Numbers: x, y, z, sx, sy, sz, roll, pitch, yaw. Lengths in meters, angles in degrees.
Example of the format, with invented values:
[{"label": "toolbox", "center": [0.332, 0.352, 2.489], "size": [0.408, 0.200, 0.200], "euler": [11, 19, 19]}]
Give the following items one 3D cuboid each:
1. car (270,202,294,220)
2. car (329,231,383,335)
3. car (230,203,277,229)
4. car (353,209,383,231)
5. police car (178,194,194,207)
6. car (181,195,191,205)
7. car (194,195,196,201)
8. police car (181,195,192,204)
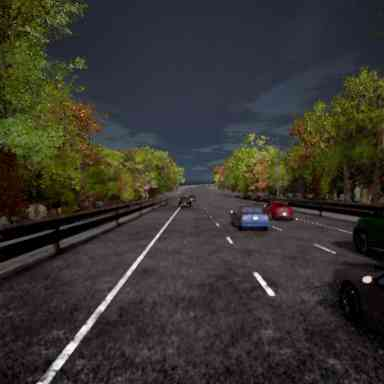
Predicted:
[{"label": "car", "center": [7.108, 1.519, 27.818], "size": [1.812, 1.442, 4.674], "euler": [0, 0, 0]}, {"label": "car", "center": [3.601, 1.546, 4.056], "size": [2.033, 1.411, 5.357], "euler": [0, 0, 0]}, {"label": "car", "center": [3.603, 1.542, 21.324], "size": [2.033, 1.411, 5.357], "euler": [0, 0, 0]}, {"label": "car", "center": [7.104, 1.219, 10.113], "size": [2.150, 2.045, 5.566], "euler": [0, 0, 0]}, {"label": "police car", "center": [-1.036, 1.413, 49.766], "size": [1.930, 1.638, 5.238], "euler": [0, 0, 0]}, {"label": "car", "center": [-1.034, 1.442, 59.849], "size": [1.801, 1.575, 5.366], "euler": [0, 0, 0]}, {"label": "car", "center": [0.023, 1.410, 83.919], "size": [1.837, 1.490, 4.892], "euler": [0, 0, 0]}, {"label": "police car", "center": [-1.032, 1.410, 65.772], "size": [1.930, 1.638, 5.238], "euler": [0, 0, 0]}]
